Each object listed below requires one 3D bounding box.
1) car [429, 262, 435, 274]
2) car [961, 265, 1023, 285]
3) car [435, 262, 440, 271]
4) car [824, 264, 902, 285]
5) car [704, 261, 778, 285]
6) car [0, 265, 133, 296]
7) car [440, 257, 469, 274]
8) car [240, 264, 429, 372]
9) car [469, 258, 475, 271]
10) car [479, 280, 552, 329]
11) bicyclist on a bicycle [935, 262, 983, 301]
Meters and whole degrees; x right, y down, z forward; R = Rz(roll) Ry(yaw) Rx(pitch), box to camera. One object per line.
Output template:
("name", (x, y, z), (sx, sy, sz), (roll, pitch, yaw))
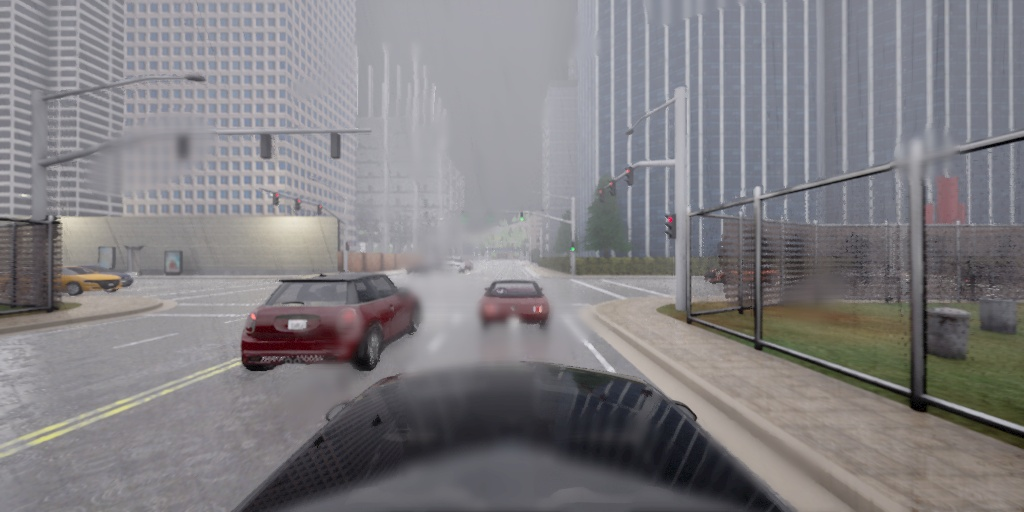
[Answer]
("car", (-10.607, 1.524, 41.427), (1.895, 1.301, 4.718), (0, 0, 0))
("car", (35.430, 1.365, 26.063), (4.181, 1.385, 1.994), (0, 0, 1))
("car", (-10.604, 1.513, 51.027), (2.033, 1.411, 5.357), (0, 0, 0))
("car", (25.477, 1.327, 26.093), (4.674, 1.442, 1.812), (0, 0, 0))
("car", (16.591, 1.153, 26.120), (4.553, 1.767, 2.097), (0, 0, 0))
("car", (-23.728, 1.247, 19.000), (5.008, 1.535, 1.882), (0, 0, 0))
("car", (-7.108, 1.161, 45.095), (2.150, 2.045, 5.566), (0, 0, 0))
("car", (-3.447, 1.129, 7.862), (2.097, 1.767, 4.553), (0, 0, -1))
("car", (-7.093, 1.461, 55.085), (1.882, 1.535, 5.008), (0, 0, 0))
("car", (0.088, 1.392, 11.343), (1.895, 1.301, 4.718), (0, 0, 0))
("bicyclist on a bicycle", (18.802, 1.054, 15.134), (0.582, 1.620, 1.656), (0, -1, 0))
